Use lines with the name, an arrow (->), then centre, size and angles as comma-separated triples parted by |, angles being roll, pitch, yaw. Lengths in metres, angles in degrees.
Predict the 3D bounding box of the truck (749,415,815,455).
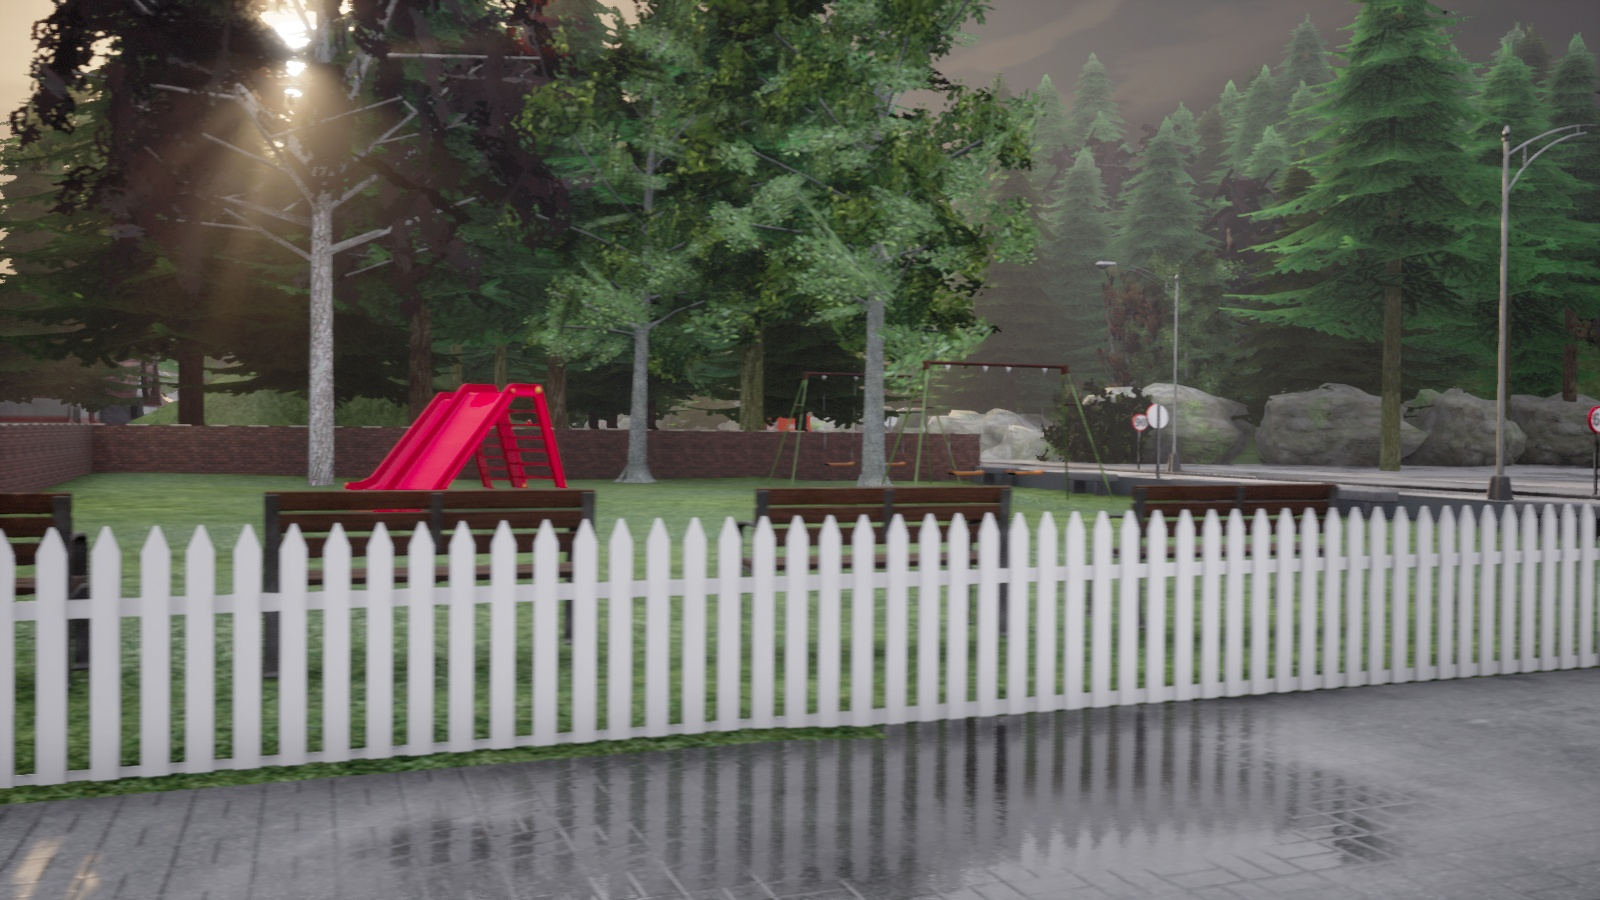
truck -> -1.236, -1.002, 81.522 | 2.627, 2.467, 5.204 | -1, 1, -21
